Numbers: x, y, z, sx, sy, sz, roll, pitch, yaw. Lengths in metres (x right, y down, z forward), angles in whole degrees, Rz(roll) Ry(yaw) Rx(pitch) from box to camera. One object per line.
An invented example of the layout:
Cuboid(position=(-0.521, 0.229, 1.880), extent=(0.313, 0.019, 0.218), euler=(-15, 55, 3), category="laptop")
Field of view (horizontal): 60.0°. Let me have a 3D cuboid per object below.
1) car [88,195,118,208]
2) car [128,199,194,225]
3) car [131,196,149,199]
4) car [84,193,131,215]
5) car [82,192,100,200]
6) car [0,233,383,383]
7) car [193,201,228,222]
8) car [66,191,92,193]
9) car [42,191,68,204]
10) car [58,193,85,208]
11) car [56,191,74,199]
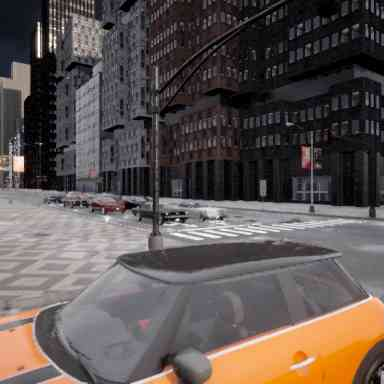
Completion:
Cuboid(position=(-10.547, 1.083, 39.344), extent=(1.895, 1.301, 4.718), euler=(0, 1, -36), category="car")
Cuboid(position=(-2.167, 1.356, 22.126), extent=(1.895, 1.301, 4.718), euler=(0, 1, -36), category="car")
Cuboid(position=(-5.056, 1.095, 31.707), extent=(1.882, 1.535, 5.008), euler=(0, 1, -36), category="car")
Cuboid(position=(-7.650, 1.100, 29.746), extent=(1.882, 1.535, 5.008), euler=(0, 1, -36), category="car")
Cuboid(position=(-18.993, 0.713, 62.542), extent=(1.895, 1.301, 4.718), euler=(0, 1, -36), category="car")
Cuboid(position=(-0.160, 1.352, 3.048), extent=(4.553, 1.767, 2.097), euler=(0, 0, -33), category="car")
Cuboid(position=(0.429, 1.351, 24.082), extent=(1.895, 1.301, 4.718), euler=(0, 1, -36), category="car")
Cuboid(position=(-16.506, 0.681, 47.683), extent=(2.097, 1.767, 4.553), euler=(0, 1, -36), category="car")
Cuboid(position=(-19.351, 0.875, 46.078), extent=(2.033, 1.411, 5.357), euler=(0, 1, -35), category="car")
Cuboid(position=(-13.128, 1.088, 37.369), extent=(1.895, 1.301, 4.718), euler=(0, 1, -36), category="car")
Cuboid(position=(-25.005, 0.572, 65.333), extent=(2.033, 1.411, 5.357), euler=(0, 1, -36), category="car")
